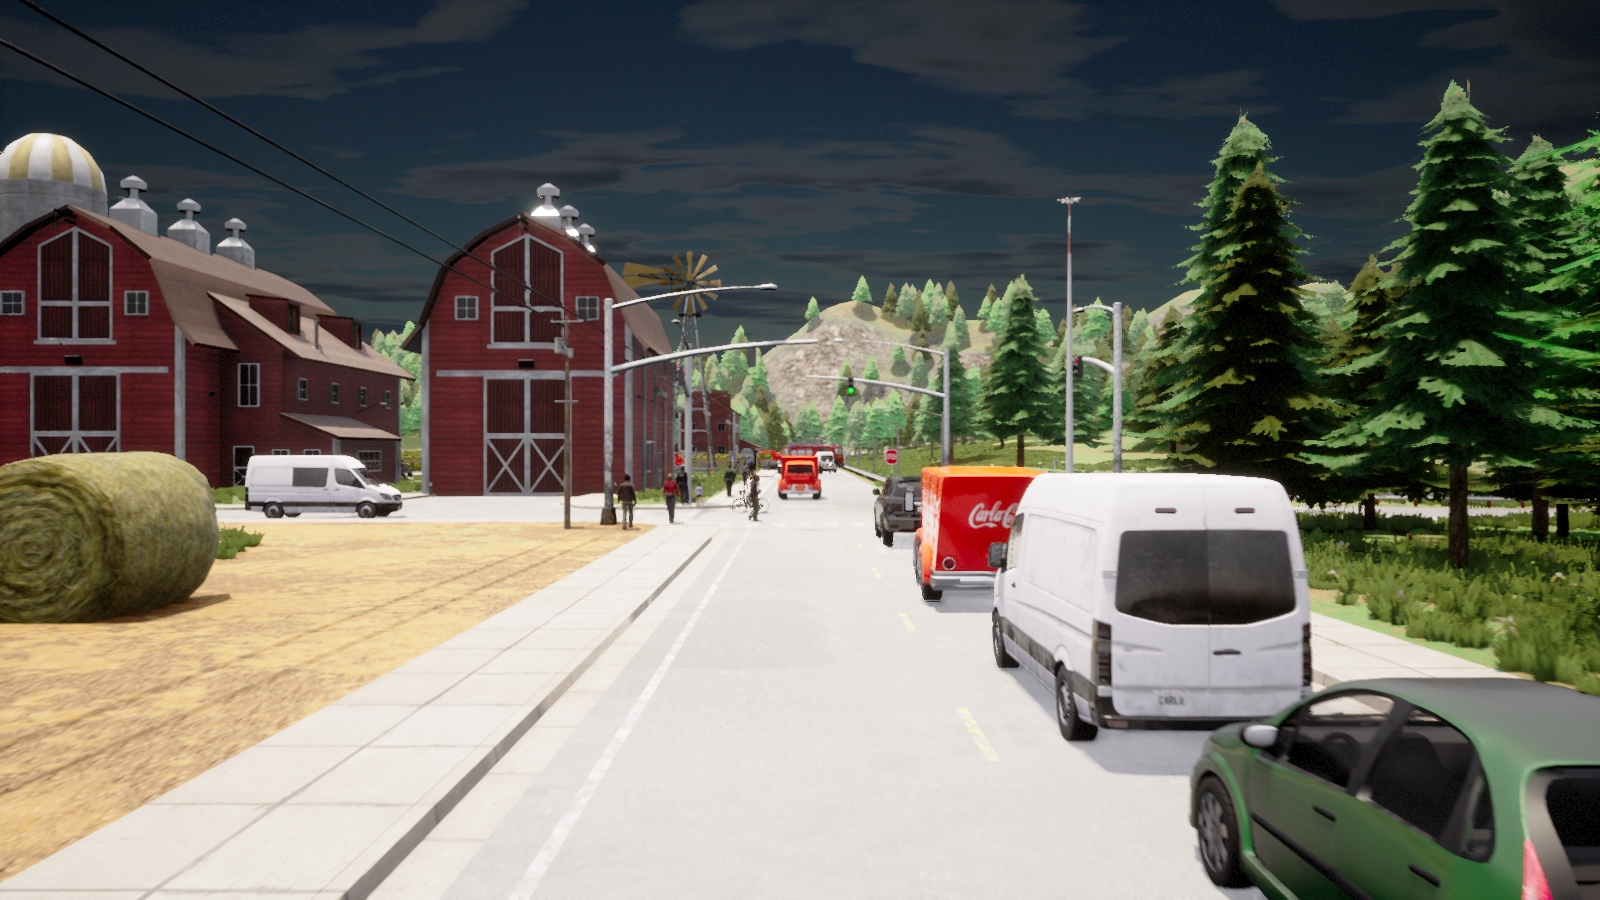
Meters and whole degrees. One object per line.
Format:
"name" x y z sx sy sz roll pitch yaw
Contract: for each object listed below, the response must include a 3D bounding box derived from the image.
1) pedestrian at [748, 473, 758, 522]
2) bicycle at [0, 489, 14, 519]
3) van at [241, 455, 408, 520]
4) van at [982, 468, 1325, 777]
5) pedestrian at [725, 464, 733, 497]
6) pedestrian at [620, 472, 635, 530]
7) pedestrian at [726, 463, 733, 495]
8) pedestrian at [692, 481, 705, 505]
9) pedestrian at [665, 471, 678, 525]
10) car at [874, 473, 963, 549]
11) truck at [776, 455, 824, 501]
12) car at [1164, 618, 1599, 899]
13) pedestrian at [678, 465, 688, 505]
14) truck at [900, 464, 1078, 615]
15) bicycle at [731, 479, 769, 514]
"pedestrian" -1.804 1.826 43.690 0.375 1.860 0.375 0 0 0
"bicycle" -32.687 2.174 45.992 1.487 1.176 0.859 0 0 -1
"van" -19.163 1.498 46.239 5.915 2.561 1.988 0 0 -1
"van" 3.506 1.532 12.779 1.988 2.561 5.915 0 0 0
"pedestrian" -3.934 1.686 63.426 0.375 1.860 0.375 0 0 1
"pedestrian" -5.678 1.674 37.623 0.375 1.860 0.375 0 0 7
"pedestrian" -4.092 1.687 66.066 0.375 1.860 0.375 0 0 1
"pedestrian" -4.784 2.041 54.000 0.500 1.100 0.500 0 0 8
"pedestrian" -4.530 1.687 40.334 0.375 1.860 0.375 0 0 5
"car" 3.520 1.775 35.049 2.150 2.045 5.566 0 0 0
"truck" -0.008 1.558 65.641 2.627 2.467 5.204 0 0 0
"car" 3.497 1.998 6.087 1.851 1.617 3.988 0 0 0
"pedestrian" -5.566 1.661 54.417 0.375 1.860 0.375 0 0 9
"truck" 3.500 1.578 22.409 2.627 2.467 5.204 0 1 0
"bicycle" -2.179 2.028 50.056 1.643 1.496 0.373 0 0 -1
